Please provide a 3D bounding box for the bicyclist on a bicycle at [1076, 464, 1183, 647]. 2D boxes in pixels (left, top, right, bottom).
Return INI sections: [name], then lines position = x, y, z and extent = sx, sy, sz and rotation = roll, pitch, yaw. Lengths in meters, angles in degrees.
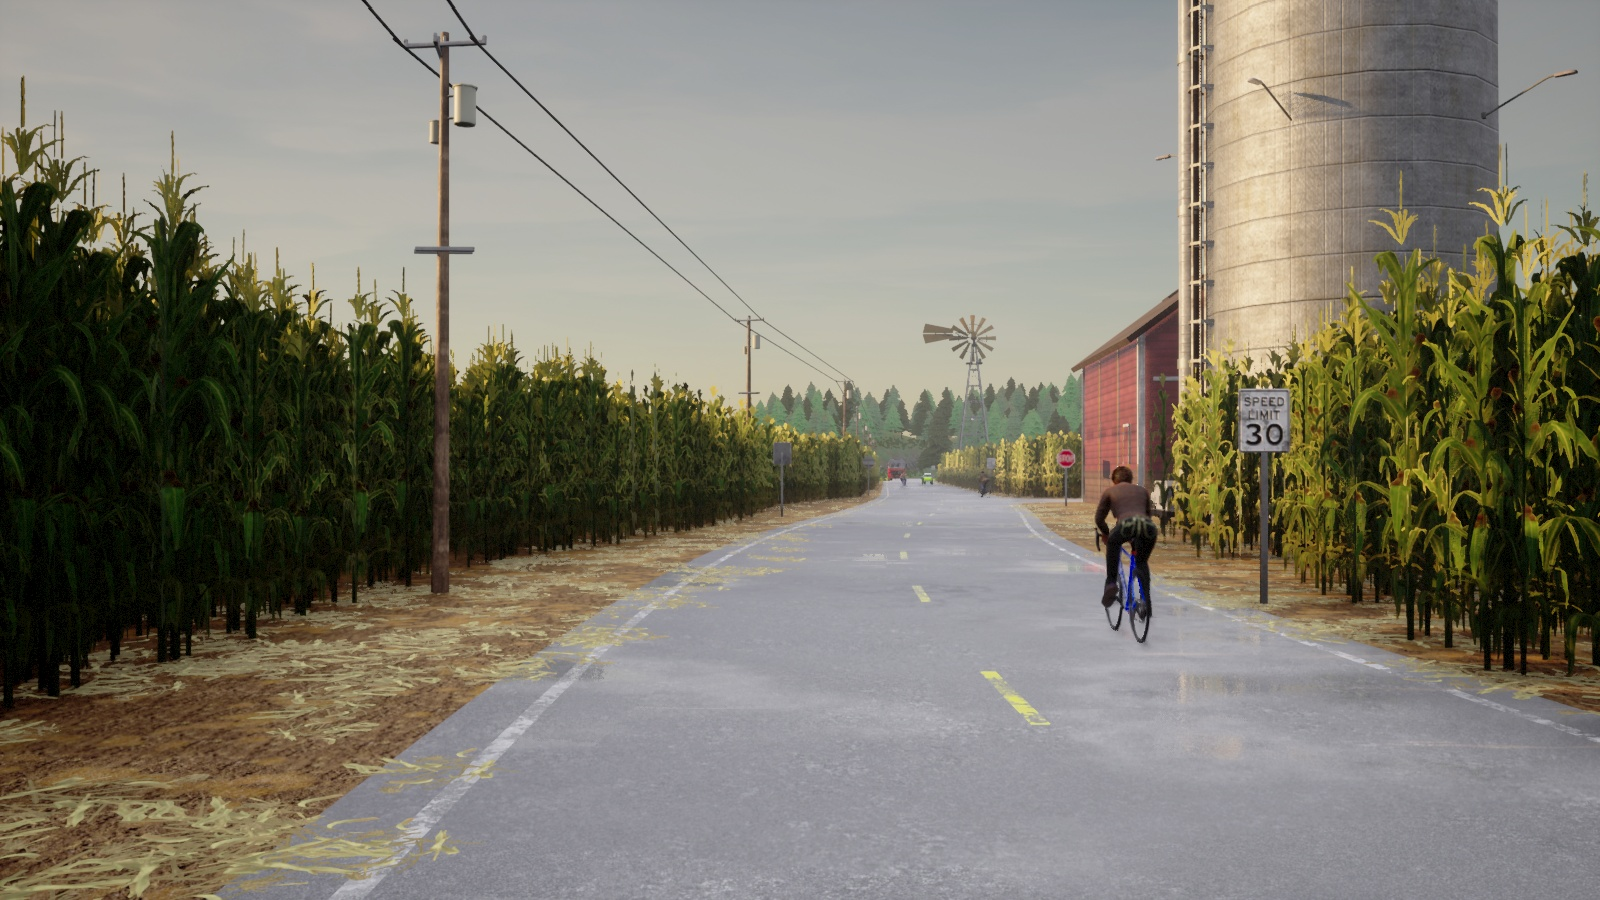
[bicyclist on a bicycle]
position = 3.113, 0.956, 11.993
extent = 0.582, 1.620, 1.656
rotation = 0, -1, 0
